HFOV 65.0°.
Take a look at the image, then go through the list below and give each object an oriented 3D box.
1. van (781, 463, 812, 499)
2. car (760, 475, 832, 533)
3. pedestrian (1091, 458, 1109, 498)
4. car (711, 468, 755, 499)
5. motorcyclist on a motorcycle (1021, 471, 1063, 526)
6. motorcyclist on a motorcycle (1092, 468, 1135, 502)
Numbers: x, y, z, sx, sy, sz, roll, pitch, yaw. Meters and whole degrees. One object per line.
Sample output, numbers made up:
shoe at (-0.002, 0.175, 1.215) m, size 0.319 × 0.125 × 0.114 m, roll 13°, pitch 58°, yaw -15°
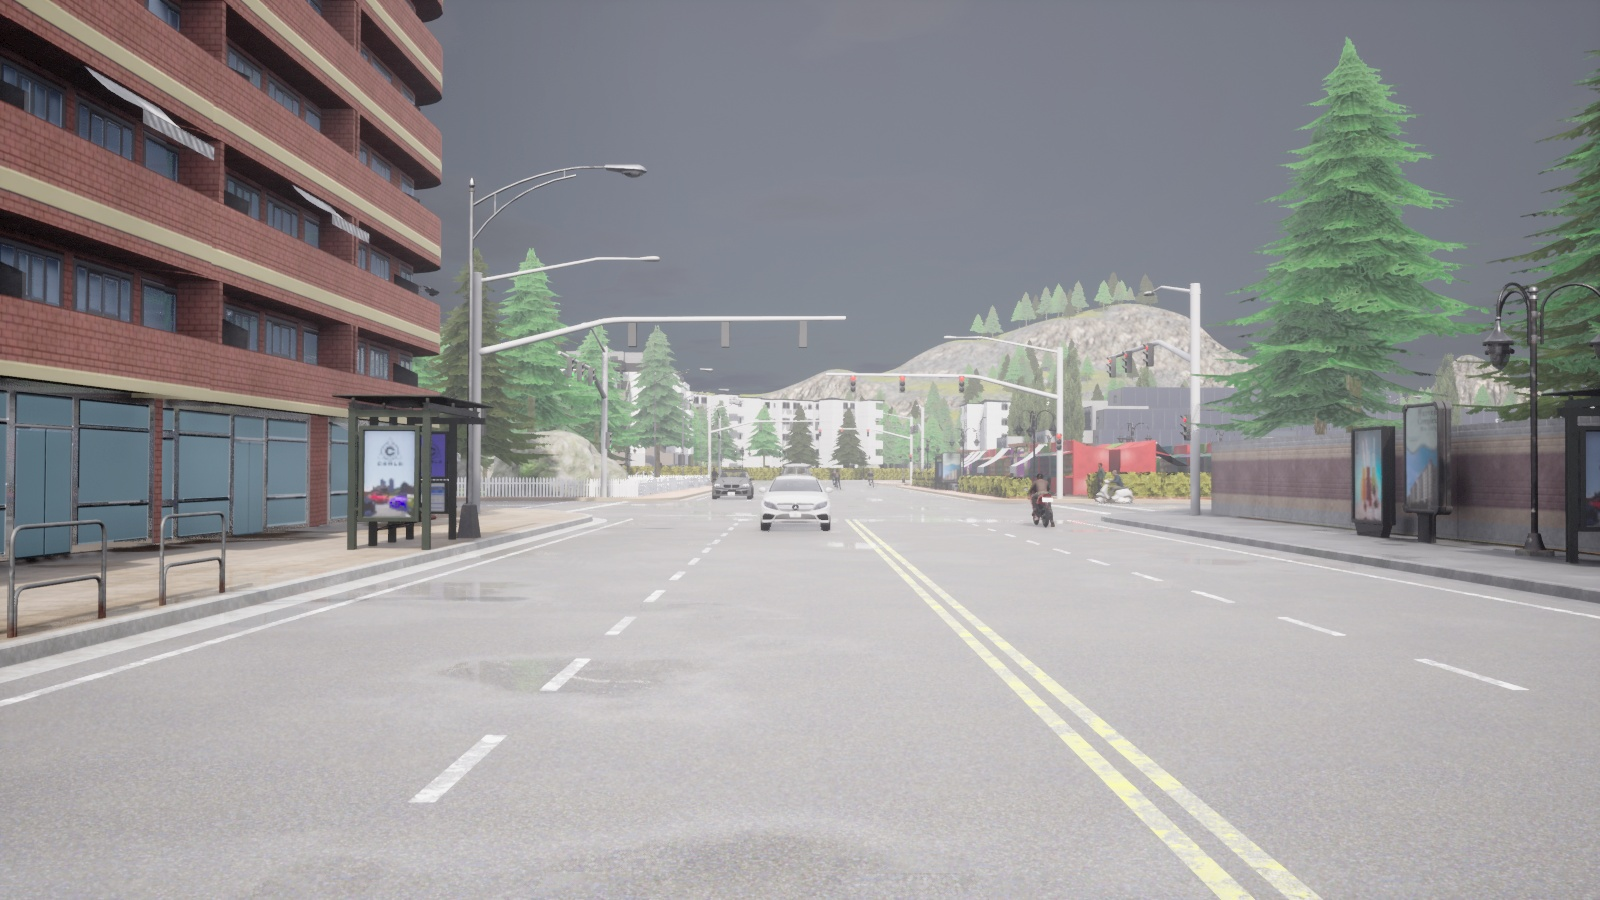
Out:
van at (-0.201, 1.800, 73.544) m, size 1.775 × 1.987 × 4.442 m, roll 0°, pitch -1°, yaw 0°
car at (-0.105, 1.409, 33.940) m, size 1.812 × 1.442 × 4.674 m, roll 0°, pitch -1°, yaw 0°
pedestrian at (14.962, 1.401, 62.560) m, size 0.788 × 1.949 × 0.423 m, roll 0°, pitch -1°, yaw 2°
car at (-3.693, 1.844, 69.900) m, size 2.242 × 1.667 × 4.611 m, roll 0°, pitch -1°, yaw 0°
motorcyclist on a motorcycle at (6.901, 1.371, 35.922) m, size 0.797 × 1.523 × 2.044 m, roll 0°, pitch -1°, yaw 0°
motorcyclist on a motorcycle at (14.705, 1.640, 58.902) m, size 1.817 × 1.590 × 0.866 m, roll 0°, pitch -2°, yaw 2°
